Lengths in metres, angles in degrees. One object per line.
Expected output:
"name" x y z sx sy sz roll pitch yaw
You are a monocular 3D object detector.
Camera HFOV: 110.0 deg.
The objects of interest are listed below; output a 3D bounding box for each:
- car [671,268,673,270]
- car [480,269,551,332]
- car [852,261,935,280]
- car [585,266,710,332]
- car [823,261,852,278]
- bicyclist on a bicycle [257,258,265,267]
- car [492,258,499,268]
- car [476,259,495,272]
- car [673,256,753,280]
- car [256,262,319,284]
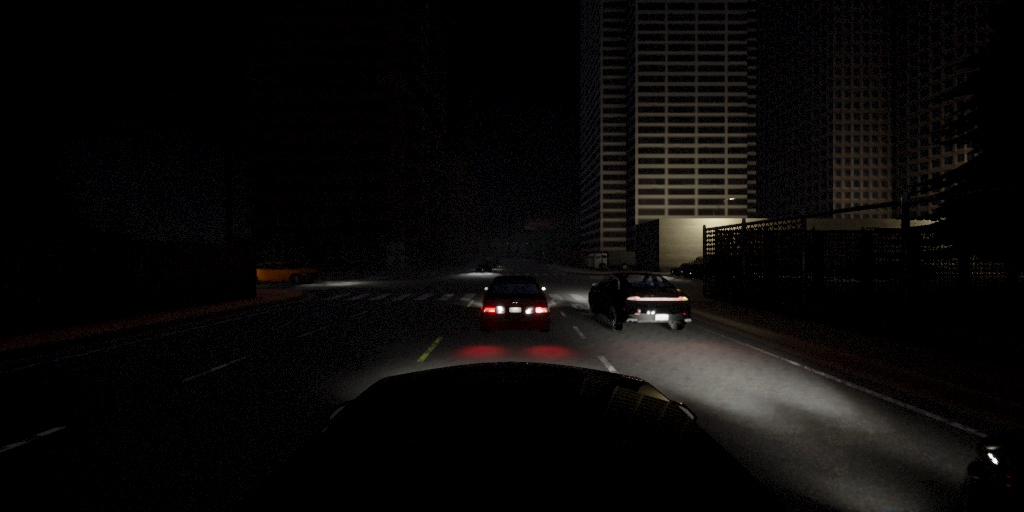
"car" 17.074 1.198 32.713 4.892 1.490 1.837 0 0 0
"car" 0.090 1.297 10.824 2.033 1.411 5.357 0 0 0
"car" 31.307 1.172 29.221 5.008 1.535 1.882 0 0 0
"car" 3.619 1.242 10.954 2.128 1.511 4.902 0 0 1
"car" 31.166 1.171 32.721 5.008 1.535 1.882 0 0 0
"bicyclist on a bicycle" -26.482 0.994 37.788 0.582 1.620 1.656 0 0 10
"car" -3.517 1.226 57.471 1.882 1.535 5.008 0 0 0
"car" -3.517 1.350 45.523 1.895 1.301 4.718 0 0 0
"car" 16.604 0.915 29.212 5.566 2.045 2.150 0 0 0
"car" -16.461 1.171 25.545 5.008 1.535 1.882 0 0 1
